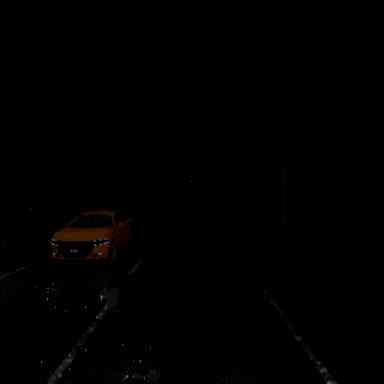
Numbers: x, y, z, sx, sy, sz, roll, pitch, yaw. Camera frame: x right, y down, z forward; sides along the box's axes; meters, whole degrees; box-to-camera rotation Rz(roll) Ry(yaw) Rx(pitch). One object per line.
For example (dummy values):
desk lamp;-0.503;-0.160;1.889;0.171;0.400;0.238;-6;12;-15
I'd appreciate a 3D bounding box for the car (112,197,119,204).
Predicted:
car;-10.341;1.437;34.158;4.674;1.452;2.002;0;-1;0

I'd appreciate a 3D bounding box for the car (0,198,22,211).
car;-23.414;1.457;39.833;5.008;1.535;2.097;0;-1;0

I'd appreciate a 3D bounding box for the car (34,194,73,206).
car;-23.396;1.384;56.457;5.566;2.045;2.435;0;-1;0

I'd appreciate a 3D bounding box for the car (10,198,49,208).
car;-23.425;1.585;48.018;4.674;1.452;2.002;0;-1;0

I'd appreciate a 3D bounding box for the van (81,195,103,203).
van;-23.547;1.685;78.485;4.442;1.987;1.878;0;-1;0

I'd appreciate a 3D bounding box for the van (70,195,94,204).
van;-23.320;1.562;70.322;4.442;1.987;1.878;0;-1;0

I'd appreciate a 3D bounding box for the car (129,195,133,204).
car;-10.310;1.361;42.488;4.553;1.767;2.185;0;-1;0

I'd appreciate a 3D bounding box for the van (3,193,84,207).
van;-10.219;1.126;23.073;4.442;1.987;1.878;0;0;0

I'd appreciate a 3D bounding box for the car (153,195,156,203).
car;-10.377;1.784;67.471;4.792;1.488;2.163;0;-1;0

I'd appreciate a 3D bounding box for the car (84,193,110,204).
car;-10.365;1.086;28.609;5.566;2.045;2.435;0;-1;0

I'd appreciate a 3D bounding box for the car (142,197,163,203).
car;-10.539;2.124;89.666;5.366;1.575;1.946;0;-1;0

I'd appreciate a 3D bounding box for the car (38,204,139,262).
car;-3.360;1.402;11.972;1.882;1.535;5.008;0;0;0

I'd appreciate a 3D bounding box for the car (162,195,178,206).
car;-3.386;1.696;56.004;1.994;1.385;4.181;0;-1;0

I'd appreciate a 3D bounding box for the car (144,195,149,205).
car;-10.158;1.603;53.590;5.366;1.575;1.946;0;-1;0

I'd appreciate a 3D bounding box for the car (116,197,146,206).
car;-10.315;1.665;56.366;4.792;1.488;2.163;0;-1;0

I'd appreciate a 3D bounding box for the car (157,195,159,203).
car;-10.343;1.824;73.023;4.892;1.521;2.231;0;-1;0

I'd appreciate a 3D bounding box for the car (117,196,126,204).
car;-10.334;1.426;36.934;5.008;1.535;2.097;0;-1;0

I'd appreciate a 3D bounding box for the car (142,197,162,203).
car;-10.359;2.074;86.890;4.892;1.521;2.231;0;-1;0

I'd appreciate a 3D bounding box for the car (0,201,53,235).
car;-10.304;1.411;17.520;4.792;1.488;2.163;0;0;0

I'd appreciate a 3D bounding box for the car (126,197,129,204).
car;-10.309;1.331;39.712;4.553;1.767;2.185;0;-1;0

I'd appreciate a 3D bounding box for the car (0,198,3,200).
car;-23.391;1.174;36.941;5.566;2.045;2.435;0;-1;0

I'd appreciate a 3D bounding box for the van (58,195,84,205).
van;-23.543;1.499;64.766;4.442;1.987;1.878;0;-1;0

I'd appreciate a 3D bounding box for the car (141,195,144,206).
car;-10.349;1.577;50.815;4.892;1.521;2.231;0;-1;0

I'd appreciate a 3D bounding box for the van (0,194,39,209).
van;-23.538;1.289;45.250;4.442;1.987;1.878;0;-1;0

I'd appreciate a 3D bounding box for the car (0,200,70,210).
car;-10.337;1.406;20.298;4.674;1.452;2.002;0;0;0

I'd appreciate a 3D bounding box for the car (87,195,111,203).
car;-23.461;1.768;84.148;5.566;2.045;2.435;0;-1;0

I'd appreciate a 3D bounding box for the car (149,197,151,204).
car;-10.316;1.695;59.142;4.792;1.488;2.163;0;-1;0

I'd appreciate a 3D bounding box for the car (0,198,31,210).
car;-23.418;1.527;42.603;4.674;1.452;2.002;0;-1;0

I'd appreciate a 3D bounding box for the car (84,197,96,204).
car;-10.366;1.366;25.856;4.792;1.488;2.163;0;0;0

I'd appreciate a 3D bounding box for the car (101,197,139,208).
car;-10.336;1.547;48.038;4.892;1.521;2.231;0;-1;0

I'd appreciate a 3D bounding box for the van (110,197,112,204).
van;-10.221;1.141;31.385;4.442;1.987;1.878;0;-1;0

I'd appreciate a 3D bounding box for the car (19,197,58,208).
car;-23.417;1.576;50.913;5.008;1.535;2.097;0;-1;0

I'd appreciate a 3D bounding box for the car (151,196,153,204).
car;-10.317;1.725;61.918;4.792;1.488;2.163;0;-1;0

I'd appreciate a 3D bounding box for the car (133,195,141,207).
car;-10.156;1.513;45.263;5.366;1.575;1.946;0;-1;0

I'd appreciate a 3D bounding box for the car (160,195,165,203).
car;-10.167;2.016;84.115;5.366;1.575;1.946;0;-1;0
